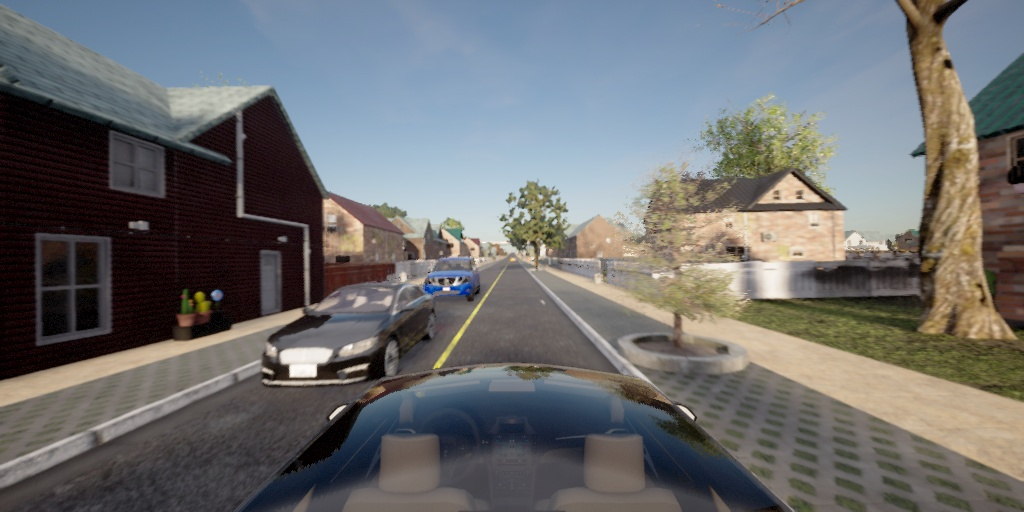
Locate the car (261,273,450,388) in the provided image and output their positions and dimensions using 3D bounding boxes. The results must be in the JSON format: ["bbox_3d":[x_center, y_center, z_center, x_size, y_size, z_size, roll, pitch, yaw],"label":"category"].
[{"bbox_3d":[-2.859,1.316,7.372,2.128,1.511,4.902,-1,0,0],"label":"car"}]

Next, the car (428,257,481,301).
[{"bbox_3d":[-2.821,1.065,18.089,2.150,2.045,5.566,-1,0,0],"label":"car"}]
